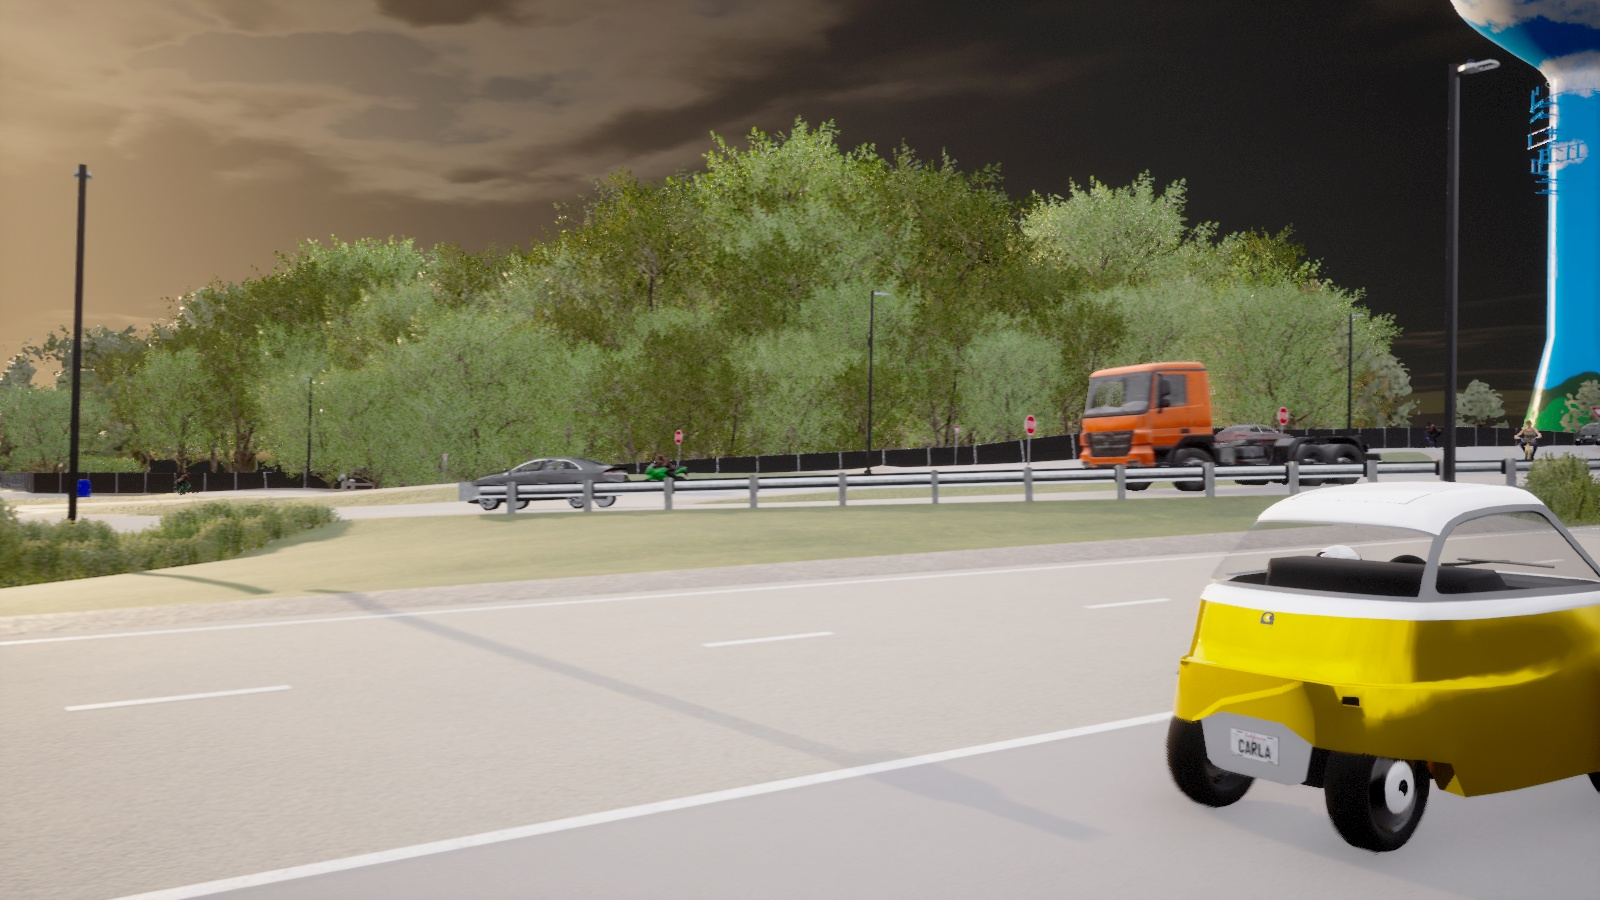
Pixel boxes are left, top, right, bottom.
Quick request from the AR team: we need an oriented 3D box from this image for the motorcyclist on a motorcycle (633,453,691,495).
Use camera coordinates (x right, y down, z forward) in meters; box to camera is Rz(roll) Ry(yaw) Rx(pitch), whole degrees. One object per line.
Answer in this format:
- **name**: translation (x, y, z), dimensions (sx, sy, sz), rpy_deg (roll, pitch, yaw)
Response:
- **motorcyclist on a motorcycle**: translation (-5.391, 0.923, 49.012), dimensions (2.044, 1.523, 0.797), rpy_deg (-3, 1, -34)

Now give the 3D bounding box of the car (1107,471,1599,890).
- **car**: translation (2.680, 0.808, 5.524), dimensions (2.207, 1.376, 1.481), rpy_deg (0, 0, -35)

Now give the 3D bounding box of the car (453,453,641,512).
- **car**: translation (-7.319, 0.963, 36.461), dimensions (4.902, 1.511, 2.128), rpy_deg (-2, -2, 18)

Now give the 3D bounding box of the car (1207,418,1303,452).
- **car**: translation (23.744, -0.791, 65.512), dimensions (5.027, 1.651, 2.152), rpy_deg (-2, 1, -35)

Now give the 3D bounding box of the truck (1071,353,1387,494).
- **truck**: translation (11.607, -0.734, 33.939), dimensions (7.936, 3.462, 2.891), rpy_deg (-2, 0, -21)
